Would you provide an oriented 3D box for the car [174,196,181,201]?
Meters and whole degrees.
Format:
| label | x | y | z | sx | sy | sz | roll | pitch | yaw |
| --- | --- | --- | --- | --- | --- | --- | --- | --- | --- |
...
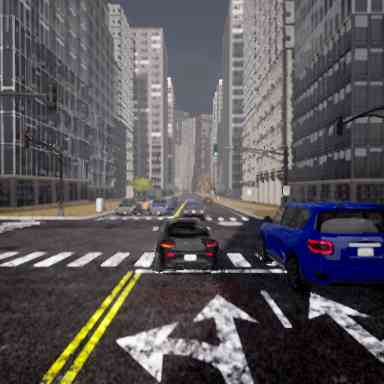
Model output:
| label | x | y | z | sx | sy | sz | roll | pitch | yaw |
| --- | --- | --- | --- | --- | --- | --- | --- | --- | --- |
| car | -3.256 | 1.750 | 54.724 | 1.994 | 1.385 | 4.181 | 0 | 0 | 1 |

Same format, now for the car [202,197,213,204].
| label | x | y | z | sx | sy | sz | roll | pitch | yaw |
| --- | --- | --- | --- | --- | --- | --- | --- | --- | --- |
| car | 3.265 | 1.701 | 67.388 | 1.882 | 1.535 | 5.008 | 0 | 0 | 0 |

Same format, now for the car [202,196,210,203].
| label | x | y | z | sx | sy | sz | roll | pitch | yaw |
| --- | --- | --- | --- | --- | --- | --- | --- | --- | --- |
| car | 3.268 | 1.774 | 77.405 | 1.812 | 1.442 | 4.674 | 0 | 0 | 0 |

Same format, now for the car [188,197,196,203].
| label | x | y | z | sx | sy | sz | roll | pitch | yaw |
| --- | --- | --- | --- | --- | --- | --- | --- | --- | --- |
| car | 0.017 | 1.805 | 78.103 | 1.994 | 1.385 | 4.181 | 0 | 0 | 0 |

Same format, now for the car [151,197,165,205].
| label | x | y | z | sx | sy | sz | roll | pitch | yaw |
| --- | --- | --- | --- | --- | --- | --- | --- | --- | --- |
| car | -6.487 | 1.761 | 63.888 | 2.033 | 1.411 | 5.357 | 0 | 0 | 0 |

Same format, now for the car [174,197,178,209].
| label | x | y | z | sx | sy | sz | roll | pitch | yaw |
| --- | --- | --- | --- | --- | --- | --- | --- | --- | --- |
| car | -3.324 | 1.703 | 44.757 | 2.033 | 1.411 | 5.357 | 0 | 0 | 0 |

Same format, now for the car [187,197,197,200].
| label | x | y | z | sx | sy | sz | roll | pitch | yaw |
| --- | --- | --- | --- | --- | --- | --- | --- | --- | --- |
| car | 0.015 | 1.771 | 68.207 | 2.033 | 1.411 | 5.357 | 0 | 0 | 0 |

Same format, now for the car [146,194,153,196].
| label | x | y | z | sx | sy | sz | roll | pitch | yaw |
| --- | --- | --- | --- | --- | --- | --- | --- | --- | --- |
| car | -6.575 | 1.505 | 43.880 | 2.097 | 1.767 | 4.553 | 0 | 0 | 0 |

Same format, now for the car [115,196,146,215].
| label | x | y | z | sx | sy | sz | roll | pitch | yaw |
| --- | --- | --- | --- | --- | --- | --- | --- | --- | --- |
| car | -6.618 | 1.478 | 35.241 | 2.097 | 1.767 | 4.553 | 0 | 0 | 1 |

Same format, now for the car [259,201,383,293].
| label | x | y | z | sx | sy | sz | roll | pitch | yaw |
| --- | --- | --- | --- | --- | --- | --- | --- | --- | --- |
| car | 3.345 | 1.259 | 9.080 | 2.150 | 2.045 | 5.566 | 0 | 0 | 0 |

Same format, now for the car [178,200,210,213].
| label | x | y | z | sx | sy | sz | roll | pitch | yaw |
| --- | --- | --- | --- | --- | --- | --- | --- | --- | --- |
| car | 0.127 | 1.602 | 27.535 | 2.033 | 1.411 | 5.357 | 0 | -1 | 0 |

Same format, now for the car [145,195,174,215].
| label | x | y | z | sx | sy | sz | roll | pitch | yaw |
| --- | --- | --- | --- | --- | --- | --- | --- | --- | --- |
| car | -3.336 | 1.478 | 35.286 | 2.097 | 1.767 | 4.553 | 0 | 0 | 0 |

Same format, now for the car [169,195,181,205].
| label | x | y | z | sx | sy | sz | roll | pitch | yaw |
| --- | --- | --- | --- | --- | --- | --- | --- | --- | --- |
| car | -3.236 | 1.568 | 64.782 | 2.097 | 1.767 | 4.553 | 0 | 0 | 0 |

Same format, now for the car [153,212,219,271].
| label | x | y | z | sx | sy | sz | roll | pitch | yaw |
| --- | --- | --- | --- | --- | --- | --- | --- | --- | --- |
| car | -0.294 | 1.592 | 10.973 | 1.812 | 1.442 | 4.674 | 1 | -1 | -6 |
